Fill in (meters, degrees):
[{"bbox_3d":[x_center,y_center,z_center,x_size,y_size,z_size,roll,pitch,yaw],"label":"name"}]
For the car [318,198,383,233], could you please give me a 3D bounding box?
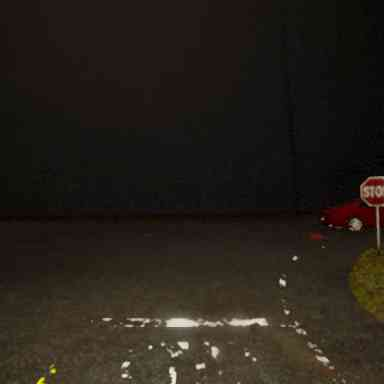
[{"bbox_3d":[8.555,1.007,15.591,5.008,1.535,1.882,-2,-2,-1],"label":"car"}]
